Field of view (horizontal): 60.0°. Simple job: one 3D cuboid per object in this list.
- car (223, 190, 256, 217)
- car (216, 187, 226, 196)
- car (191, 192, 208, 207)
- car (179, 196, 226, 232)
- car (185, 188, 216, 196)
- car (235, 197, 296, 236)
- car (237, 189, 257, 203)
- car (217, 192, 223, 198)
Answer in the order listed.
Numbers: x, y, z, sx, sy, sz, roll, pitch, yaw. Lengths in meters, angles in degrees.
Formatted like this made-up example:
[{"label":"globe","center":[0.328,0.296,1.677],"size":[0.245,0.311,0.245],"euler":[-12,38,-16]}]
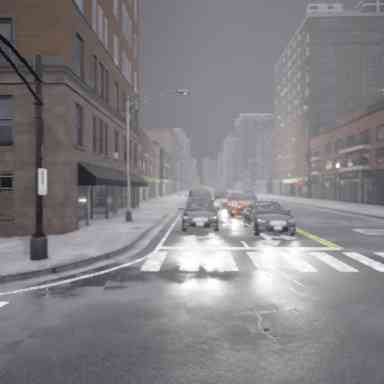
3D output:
[{"label":"car","center":[3.824,0.904,25.606],"size":[2.097,1.767,4.553],"euler":[0,1,1]},{"label":"car","center":[4.422,0.313,51.900],"size":[2.150,2.045,5.566],"euler":[0,1,1]},{"label":"car","center":[0.869,0.827,39.087],"size":[1.837,1.490,4.892],"euler":[0,1,2]},{"label":"car","center":[0.407,1.172,17.891],"size":[2.128,1.511,4.902],"euler":[0,1,1]},{"label":"car","center":[0.642,0.725,28.383],"size":[2.150,2.045,5.566],"euler":[0,1,2]},{"label":"car","center":[3.651,1.198,16.437],"size":[2.128,1.511,4.902],"euler":[0,1,0]},{"label":"car","center":[7.670,0.551,46.573],"size":[2.097,1.767,4.553],"euler":[0,1,1]},{"label":"car","center":[4.041,0.980,35.842],"size":[1.895,1.301,4.718],"euler":[0,1,1]}]
